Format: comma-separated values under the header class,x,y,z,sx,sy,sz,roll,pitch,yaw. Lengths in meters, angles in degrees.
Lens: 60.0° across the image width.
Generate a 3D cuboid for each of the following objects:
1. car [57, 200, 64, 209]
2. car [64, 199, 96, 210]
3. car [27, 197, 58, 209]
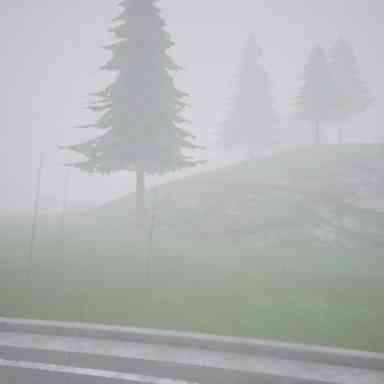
class,x,y,z,sx,sy,sz,roll,pitch,yaw
car,-18.168,1.903,51.482,1.895,1.301,4.718,0,-1,13
car,-15.544,1.763,47.156,1.882,1.535,5.008,0,-1,13
car,-22.013,1.611,50.311,2.097,1.767,4.553,0,0,13
